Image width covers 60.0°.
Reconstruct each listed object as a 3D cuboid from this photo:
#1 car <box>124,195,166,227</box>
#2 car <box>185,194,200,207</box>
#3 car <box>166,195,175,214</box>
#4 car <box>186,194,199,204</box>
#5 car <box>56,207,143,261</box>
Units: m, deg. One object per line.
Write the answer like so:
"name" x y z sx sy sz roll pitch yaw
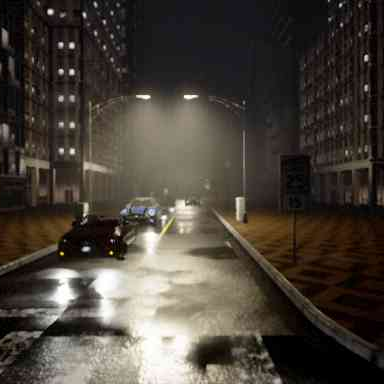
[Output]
"car" -3.059 1.135 20.750 2.097 1.767 4.553 0 1 0
"car" 0.051 1.161 41.956 1.895 1.301 4.718 0 1 0
"car" -2.978 1.228 31.013 2.033 1.411 5.357 0 1 0
"car" 0.062 1.007 51.929 2.033 1.411 5.357 0 1 0
"car" -3.096 1.438 11.596 1.994 1.385 4.181 0 1 -1
